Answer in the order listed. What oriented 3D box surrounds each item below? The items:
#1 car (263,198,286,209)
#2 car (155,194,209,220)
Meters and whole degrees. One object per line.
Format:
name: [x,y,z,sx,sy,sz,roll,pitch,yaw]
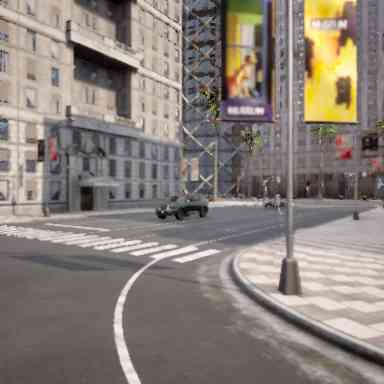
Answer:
car: [11.628,1.538,45.486,2.033,1.411,5.357,0,0,36]
car: [-0.722,1.213,28.271,2.150,2.045,5.566,0,0,35]
